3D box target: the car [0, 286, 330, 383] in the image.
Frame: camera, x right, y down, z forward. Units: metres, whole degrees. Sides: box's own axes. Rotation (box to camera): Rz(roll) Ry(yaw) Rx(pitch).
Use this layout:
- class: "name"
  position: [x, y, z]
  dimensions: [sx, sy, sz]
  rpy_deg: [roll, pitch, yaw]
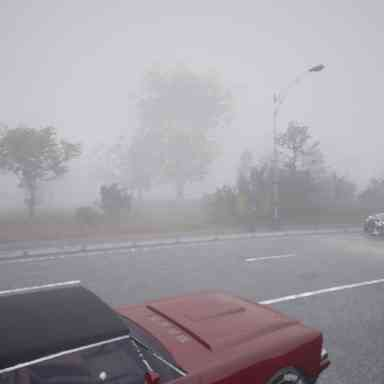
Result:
- class: "car"
  position: [-0.941, 1.593, 2.904]
  dimensions: [4.718, 1.301, 1.895]
  rpy_deg: [0, 0, -33]

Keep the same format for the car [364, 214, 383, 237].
- class: "car"
  position: [10.768, 1.328, 16.198]
  dimensions: [4.553, 1.767, 2.097]
  rpy_deg: [0, 0, -17]
